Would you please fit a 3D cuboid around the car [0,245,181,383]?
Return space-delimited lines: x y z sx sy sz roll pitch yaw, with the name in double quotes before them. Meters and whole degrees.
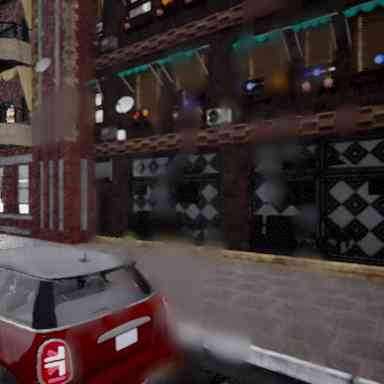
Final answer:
"car" -2.203 1.420 4.304 4.097 1.590 1.967 0 0 36
